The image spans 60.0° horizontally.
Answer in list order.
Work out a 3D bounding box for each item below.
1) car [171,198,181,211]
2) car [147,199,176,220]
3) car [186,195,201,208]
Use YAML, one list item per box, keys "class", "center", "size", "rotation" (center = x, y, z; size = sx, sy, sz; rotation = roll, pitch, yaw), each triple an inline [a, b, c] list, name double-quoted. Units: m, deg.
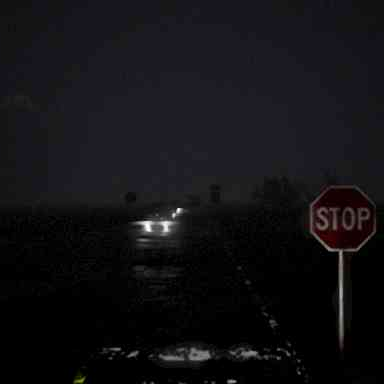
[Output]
- class: "car"
  center: [-2.697, 1.704, 39.810]
  size: [2.033, 1.411, 5.357]
  rotation: [0, 0, 0]
- class: "car"
  center: [-2.776, 1.619, 29.419]
  size: [1.837, 1.490, 4.892]
  rotation: [0, 0, 2]
- class: "car"
  center: [0.301, 1.435, 52.986]
  size: [2.150, 2.045, 5.566]
  rotation: [0, 0, 0]
